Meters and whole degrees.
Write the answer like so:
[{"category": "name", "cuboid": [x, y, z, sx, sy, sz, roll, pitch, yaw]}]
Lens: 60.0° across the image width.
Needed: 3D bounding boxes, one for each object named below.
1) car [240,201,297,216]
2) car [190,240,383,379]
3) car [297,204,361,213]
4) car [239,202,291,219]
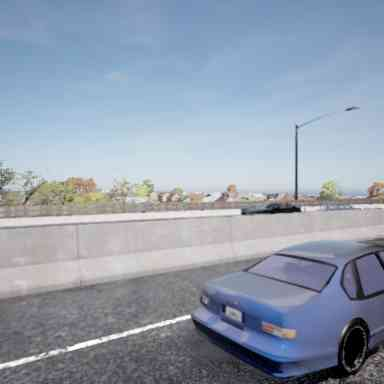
[{"category": "car", "cuboid": [6.318, 1.487, 25.537, 5.008, 1.535, 1.882, 0, 0, -35]}, {"category": "car", "cuboid": [2.560, 1.547, 5.555, 5.357, 1.411, 2.033, 0, 0, -35]}, {"category": "car", "cuboid": [10.328, 1.563, 24.067, 5.357, 1.411, 2.033, 0, 0, -35]}, {"category": "car", "cuboid": [6.597, 1.615, 29.994, 4.718, 1.301, 1.895, 0, 0, -35]}]
